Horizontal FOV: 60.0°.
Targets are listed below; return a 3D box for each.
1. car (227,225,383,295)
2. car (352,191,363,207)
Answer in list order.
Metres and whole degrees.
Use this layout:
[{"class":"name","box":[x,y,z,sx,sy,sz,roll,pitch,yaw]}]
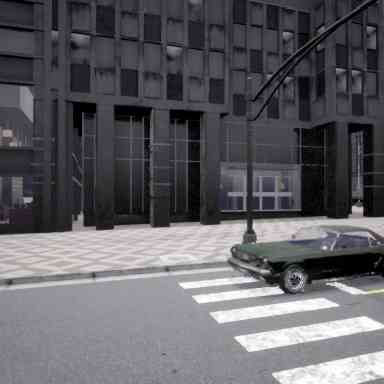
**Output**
[{"class":"car","box":[3.321,1.538,8.431,4.718,1.301,1.895,-1,0,-20]},{"class":"car","box":[21.614,0.914,41.068,2.150,2.045,5.566,0,0,-17]}]
